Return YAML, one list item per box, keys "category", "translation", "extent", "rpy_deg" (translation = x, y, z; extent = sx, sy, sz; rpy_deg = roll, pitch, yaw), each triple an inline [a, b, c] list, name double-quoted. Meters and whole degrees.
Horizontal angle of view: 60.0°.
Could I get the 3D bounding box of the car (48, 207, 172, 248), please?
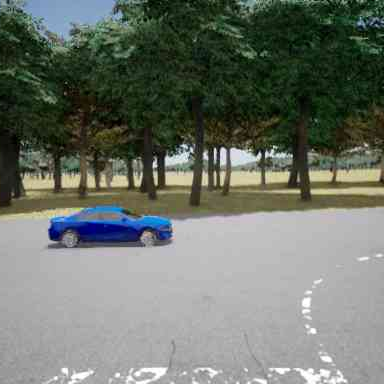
- category: "car"
  translation: [-3.328, 1.363, 13.871]
  extent: [5.008, 1.535, 1.882]
  rpy_deg: [-1, 3, 0]
